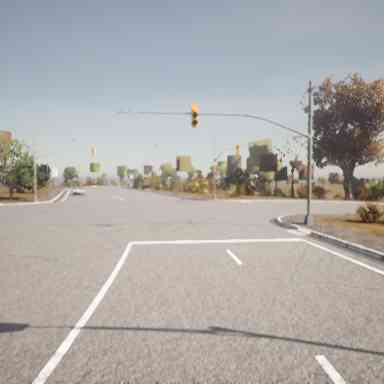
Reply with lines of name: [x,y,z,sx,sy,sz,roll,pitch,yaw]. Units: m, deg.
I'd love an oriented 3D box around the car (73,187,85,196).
car: [-17.863,-0.150,52.518,1.895,1.301,4.718,-1,2,-19]
